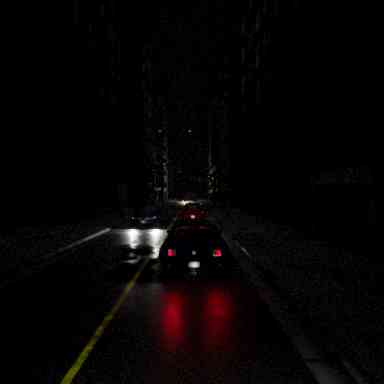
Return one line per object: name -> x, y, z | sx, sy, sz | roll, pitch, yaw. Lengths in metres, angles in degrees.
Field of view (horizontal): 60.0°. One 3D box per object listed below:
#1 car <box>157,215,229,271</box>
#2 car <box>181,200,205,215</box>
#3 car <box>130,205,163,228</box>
car -> 0.076, 1.649, 11.035 | 1.895, 1.301, 4.718 | 0, 0, 0
car -> 0.070, 1.646, 26.709 | 1.812, 1.442, 4.674 | 0, 0, 0
car -> -3.103, 1.630, 23.444 | 1.812, 1.442, 4.674 | 0, 0, 0
